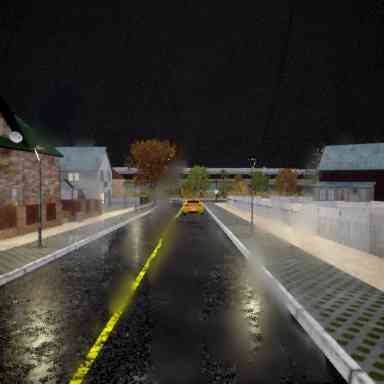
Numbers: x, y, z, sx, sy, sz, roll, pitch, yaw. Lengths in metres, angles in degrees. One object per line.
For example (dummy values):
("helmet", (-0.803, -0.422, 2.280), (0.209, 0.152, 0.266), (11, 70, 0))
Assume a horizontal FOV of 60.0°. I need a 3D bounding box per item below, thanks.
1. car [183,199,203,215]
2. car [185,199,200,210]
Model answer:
("car", (0.122, 1.471, 33.829), (1.882, 1.535, 5.008), (0, 0, 0))
("car", (0.127, 1.602, 44.363), (1.895, 1.301, 4.718), (0, 0, 0))
